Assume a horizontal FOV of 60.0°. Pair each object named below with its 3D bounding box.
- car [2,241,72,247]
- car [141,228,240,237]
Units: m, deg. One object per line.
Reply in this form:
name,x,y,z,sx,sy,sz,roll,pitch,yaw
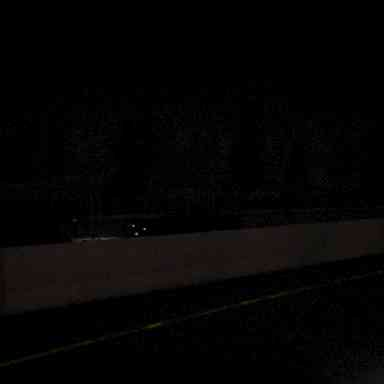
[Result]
car,-5.286,1.534,8.629,4.181,1.385,1.994,-1,0,-34
car,-0.164,1.448,16.055,5.357,1.411,2.033,-1,0,-30
